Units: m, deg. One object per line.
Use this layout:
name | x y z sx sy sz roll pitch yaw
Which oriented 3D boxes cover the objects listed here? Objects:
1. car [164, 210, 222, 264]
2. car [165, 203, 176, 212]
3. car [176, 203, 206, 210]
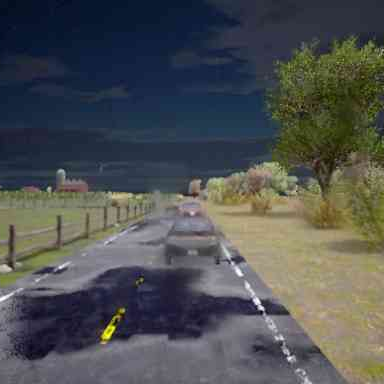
car | 0.046 1.634 12.363 2.128 1.511 4.902 0 -1 1
car | -2.786 2.175 47.756 1.895 1.301 4.718 0 -1 1
car | 0.045 1.671 27.281 2.097 1.767 4.553 0 -1 1
